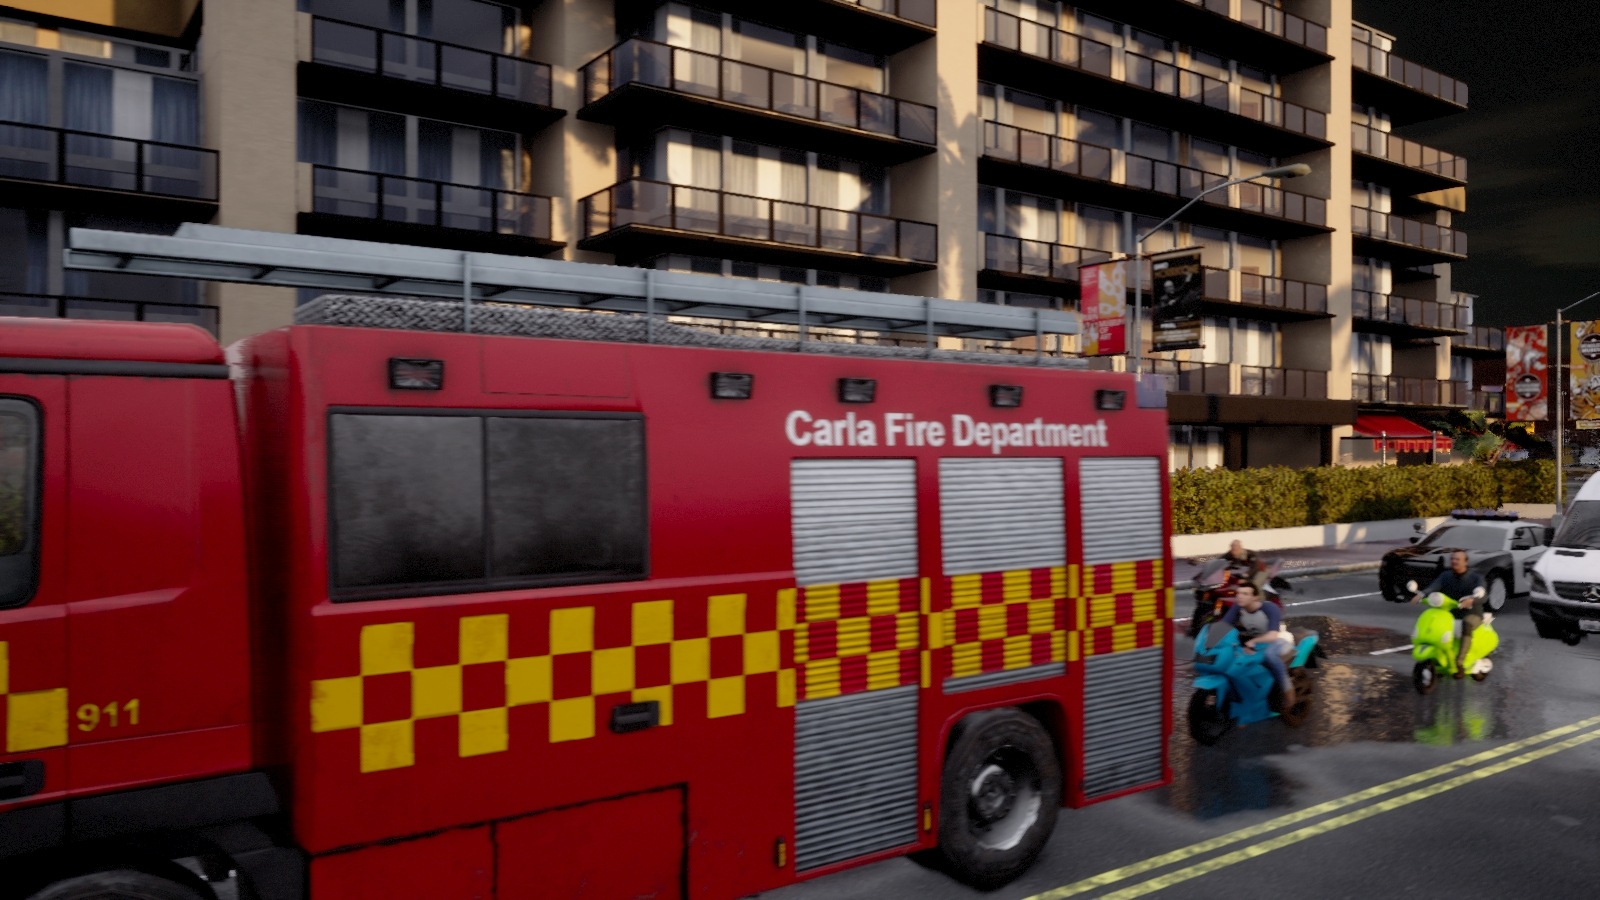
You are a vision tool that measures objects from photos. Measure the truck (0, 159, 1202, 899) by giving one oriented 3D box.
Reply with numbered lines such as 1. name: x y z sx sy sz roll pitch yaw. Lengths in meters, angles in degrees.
1. truck: -1.503 0.890 6.695 8.468 3.827 2.891 0 0 -35

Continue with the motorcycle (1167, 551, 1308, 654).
1. motorcycle: 6.475 2.206 16.869 2.209 1.251 0.867 0 0 -35

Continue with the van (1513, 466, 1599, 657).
1. van: 13.260 1.535 17.366 5.915 2.561 1.988 0 0 -35

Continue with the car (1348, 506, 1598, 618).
1. car: 12.678 1.983 21.396 5.238 1.638 2.097 0 0 -36
